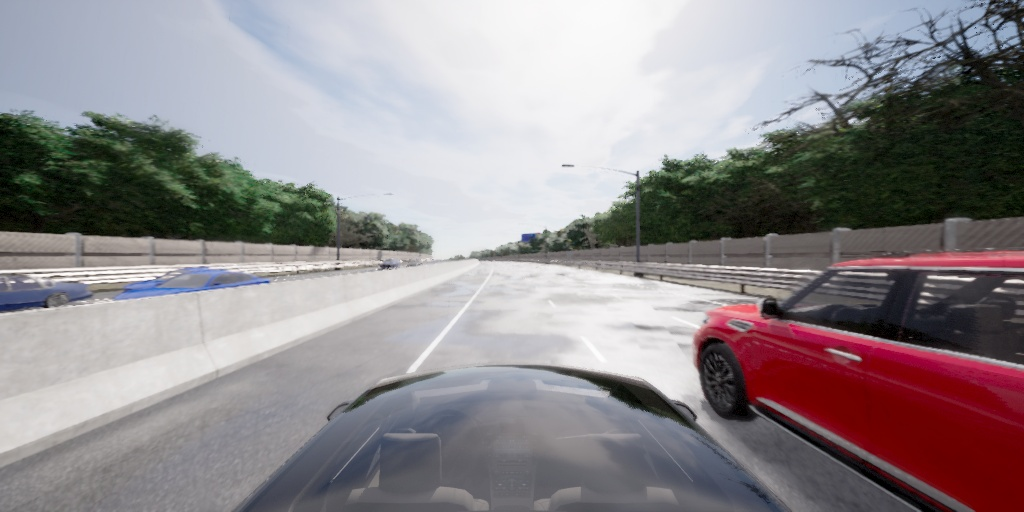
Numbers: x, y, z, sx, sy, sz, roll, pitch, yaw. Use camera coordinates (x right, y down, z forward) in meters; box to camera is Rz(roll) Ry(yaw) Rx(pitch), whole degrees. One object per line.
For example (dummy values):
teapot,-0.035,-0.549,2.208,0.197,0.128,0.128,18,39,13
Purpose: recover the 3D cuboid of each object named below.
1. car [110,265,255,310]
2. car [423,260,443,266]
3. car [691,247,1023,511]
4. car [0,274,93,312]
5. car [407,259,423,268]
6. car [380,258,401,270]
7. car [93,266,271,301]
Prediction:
car,-14.184,1.256,15.969,1.882,1.535,5.008,0,0,-1
car,-11.728,1.342,54.915,2.033,1.411,5.357,0,0,-2
car,3.593,0.963,2.668,2.150,2.045,5.566,0,0,0
car,-17.644,1.331,11.896,2.033,1.411,5.357,0,0,0
car,-15.335,1.311,57.298,1.837,1.490,4.892,0,0,-2
car,-18.758,1.150,55.549,2.097,1.767,4.553,0,0,-2
car,-10.651,1.249,12.468,1.882,1.535,5.008,0,0,0
